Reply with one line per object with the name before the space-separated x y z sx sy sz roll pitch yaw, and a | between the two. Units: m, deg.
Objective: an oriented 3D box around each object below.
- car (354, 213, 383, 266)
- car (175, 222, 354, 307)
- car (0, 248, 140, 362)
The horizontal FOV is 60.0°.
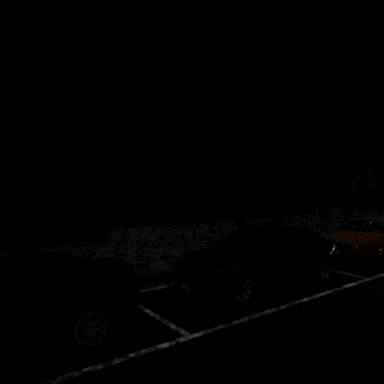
car | 6.091 1.405 11.018 4.829 1.417 1.752 -1 0 -36
car | 1.647 1.503 7.835 4.313 1.339 1.947 -1 0 -36
car | -2.934 1.542 4.553 4.507 1.381 1.887 -1 0 -36
